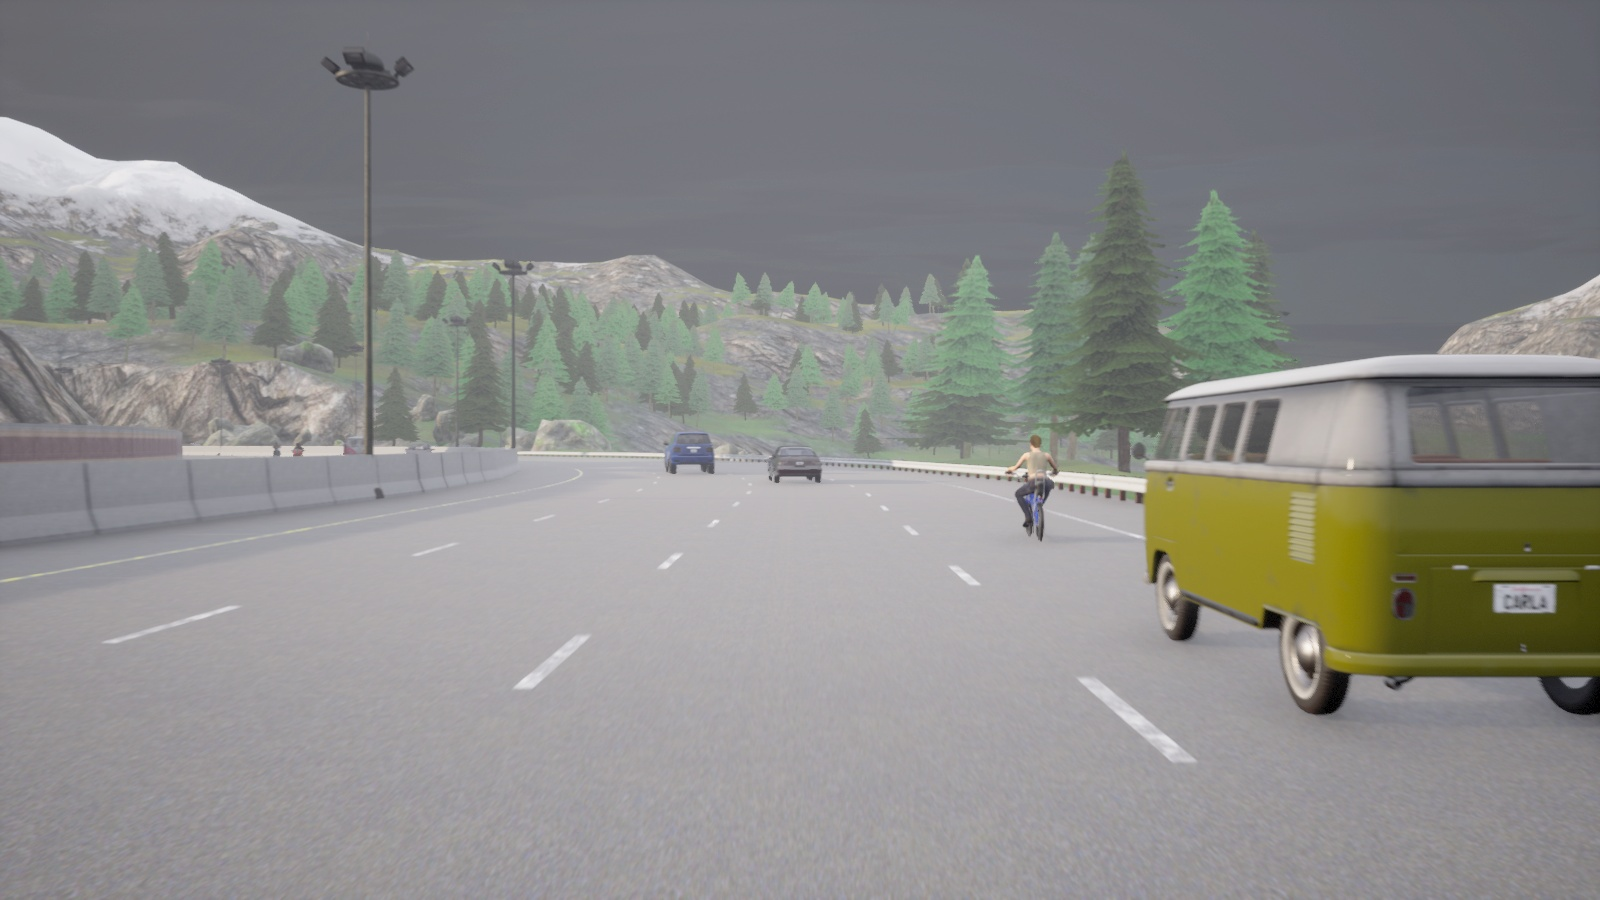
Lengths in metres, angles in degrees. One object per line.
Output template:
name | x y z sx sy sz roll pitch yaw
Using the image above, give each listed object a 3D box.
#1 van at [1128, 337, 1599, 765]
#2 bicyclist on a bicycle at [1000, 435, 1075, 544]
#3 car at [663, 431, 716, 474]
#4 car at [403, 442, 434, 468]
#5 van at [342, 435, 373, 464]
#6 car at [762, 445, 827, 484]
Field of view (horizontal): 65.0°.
van | 3.561 0.457 8.045 1.775 1.987 4.442 0 0 0
bicyclist on a bicycle | 3.622 0.579 19.273 0.866 1.612 1.509 0 0 1
car | -5.570 0.113 62.476 2.150 2.045 5.566 0 0 -10
car | -23.357 0.278 76.852 1.789 1.549 3.705 0 0 -17
van | -31.168 -0.018 88.367 1.775 1.987 4.442 0 0 -23
car | -0.269 0.522 48.747 2.033 1.411 5.357 0 0 -5
